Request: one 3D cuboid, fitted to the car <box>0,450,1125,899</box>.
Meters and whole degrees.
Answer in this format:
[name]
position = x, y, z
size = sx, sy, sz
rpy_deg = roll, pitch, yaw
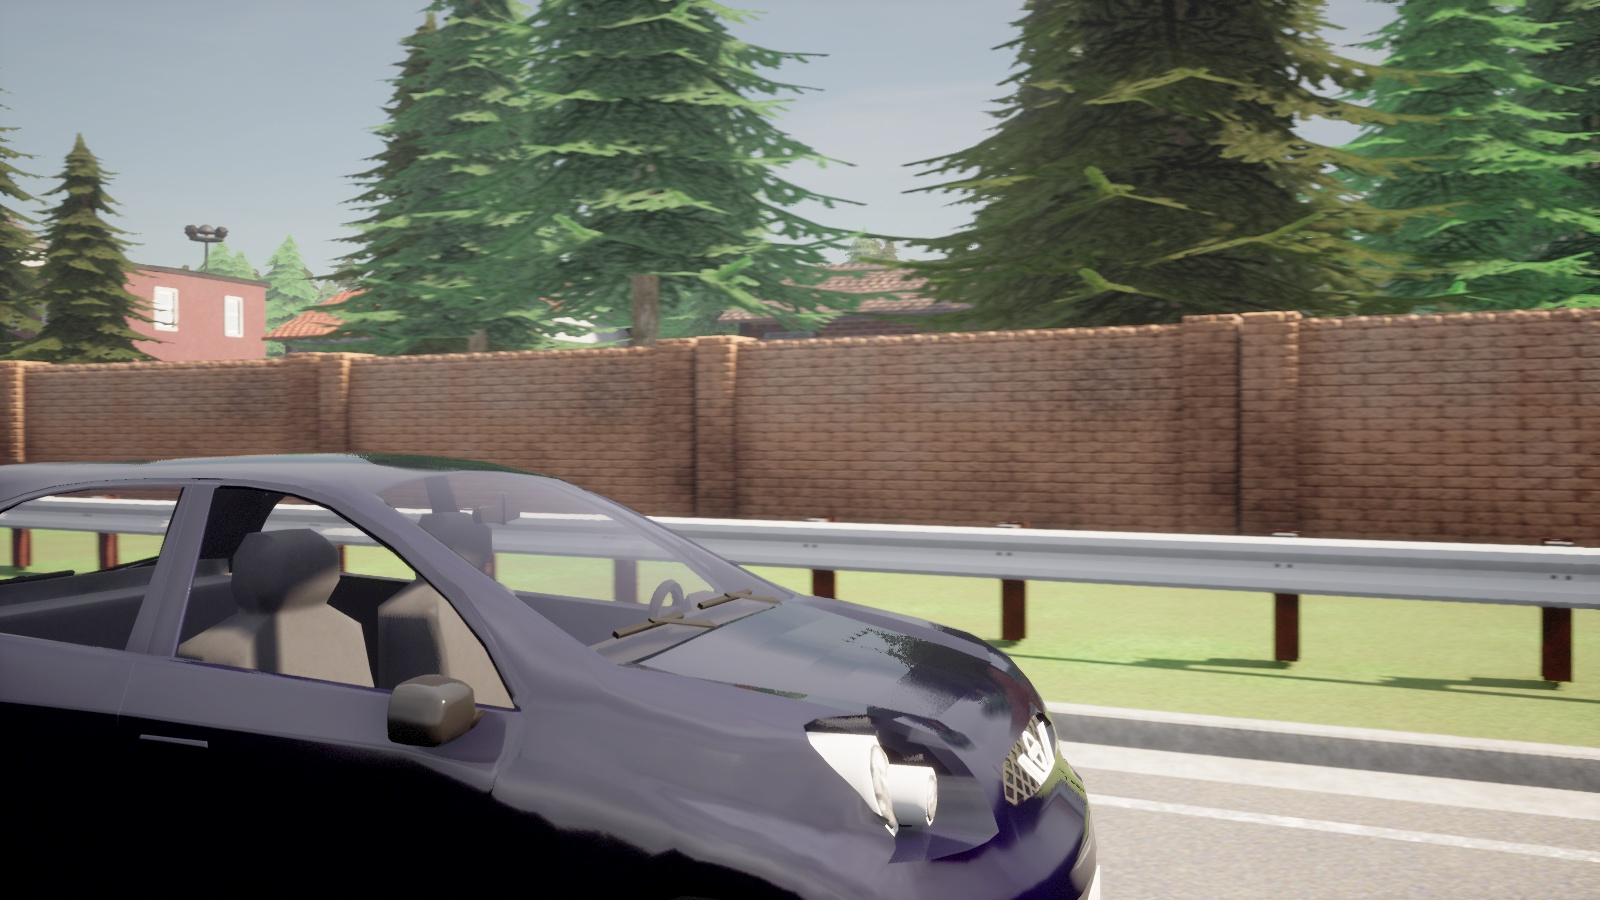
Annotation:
[car]
position = -1.031, 0.780, 3.540
size = 3.633, 1.501, 1.845
rpy_deg = 1, 1, 19
